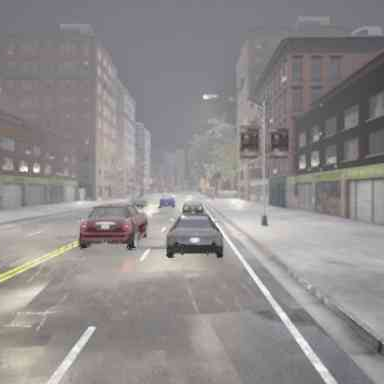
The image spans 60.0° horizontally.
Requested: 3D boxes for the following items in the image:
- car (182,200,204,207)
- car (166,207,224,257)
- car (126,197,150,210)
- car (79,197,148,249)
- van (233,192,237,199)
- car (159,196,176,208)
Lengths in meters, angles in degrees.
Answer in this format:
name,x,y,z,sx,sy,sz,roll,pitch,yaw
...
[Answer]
name,x,y,z,sx,sy,sz,roll,pitch,yaw
car,0.091,1.425,30.821,1.895,1.301,4.718,0,0,0
car,0.094,1.492,12.645,1.994,1.385,4.181,0,0,0
car,-6.507,1.329,40.810,2.033,1.411,5.357,0,0,0
car,-3.153,1.273,14.217,2.097,1.767,4.553,0,0,0
van,12.152,0.939,82.657,3.998,1.788,1.690,0,0,1
car,-3.158,1.236,43.275,1.882,1.535,5.008,0,0,0
